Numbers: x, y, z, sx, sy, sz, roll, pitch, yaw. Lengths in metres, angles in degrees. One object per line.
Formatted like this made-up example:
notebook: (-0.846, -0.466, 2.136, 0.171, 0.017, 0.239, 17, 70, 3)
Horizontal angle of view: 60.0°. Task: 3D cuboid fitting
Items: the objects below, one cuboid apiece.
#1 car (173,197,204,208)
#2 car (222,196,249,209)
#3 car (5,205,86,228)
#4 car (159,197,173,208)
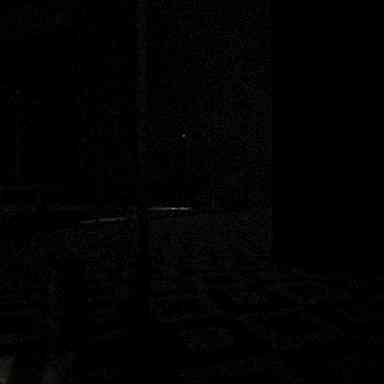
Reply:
car: (-0.116, 1.424, 45.970, 1.812, 1.442, 4.674, -1, 0, 36)
car: (5.675, 1.310, 42.772, 1.882, 1.535, 5.008, -1, 0, 35)
car: (-9.345, 1.516, 21.677, 1.895, 1.301, 4.718, -1, 0, 35)
car: (-2.737, 1.455, 47.901, 1.812, 1.442, 4.674, -1, 0, 36)
